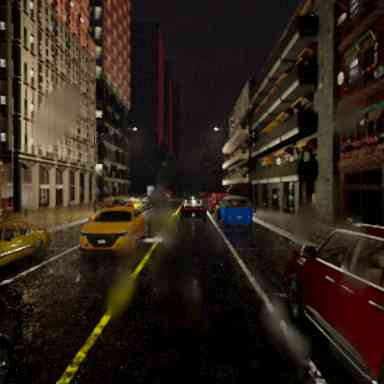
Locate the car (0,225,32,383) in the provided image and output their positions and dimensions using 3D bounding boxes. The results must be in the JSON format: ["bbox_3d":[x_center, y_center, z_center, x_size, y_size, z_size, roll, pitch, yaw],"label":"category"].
[{"bbox_3d":[-3.060,1.336,1.805,2.097,1.767,4.553,0,1,0],"label":"car"}]

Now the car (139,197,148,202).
[{"bbox_3d":[-5.685,1.274,31.672,1.752,1.417,4.829,0,0,0],"label":"car"}]

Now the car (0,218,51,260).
[{"bbox_3d":[-5.689,1.448,9.469,1.752,1.417,4.829,0,0,0],"label":"car"}]

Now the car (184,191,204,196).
[{"bbox_3d":[0.114,0.881,43.383,2.150,2.045,5.566,0,1,0],"label":"car"}]

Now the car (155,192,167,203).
[{"bbox_3d":[-5.681,1.129,54.045,2.008,1.369,4.403,0,0,0],"label":"car"}]

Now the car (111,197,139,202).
[{"bbox_3d":[-5.686,1.230,26.291,1.967,1.590,4.097,0,0,0],"label":"car"}]

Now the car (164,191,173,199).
[{"bbox_3d":[-5.678,0.895,70.697,1.967,1.590,4.097,0,0,0],"label":"car"}]

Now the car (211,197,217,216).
[{"bbox_3d":[2.695,1.341,26.291,2.008,1.369,4.403,0,0,0],"label":"car"}]

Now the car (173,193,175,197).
[{"bbox_3d":[-5.677,0.729,76.247,2.192,1.841,5.009,0,0,0],"label":"car"}]

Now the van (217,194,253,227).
[{"bbox_3d":[2.693,1.175,20.739,1.690,1.788,3.998,0,0,0],"label":"van"}]

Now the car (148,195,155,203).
[{"bbox_3d":[-5.684,1.255,37.394,2.008,1.369,4.403,0,0,0],"label":"car"}]

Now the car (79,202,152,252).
[{"bbox_3d":[-2.999,1.368,13.552,1.882,1.535,5.008,0,0,0],"label":"car"}]

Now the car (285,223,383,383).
[{"bbox_3d":[2.690,1.281,4.087,2.192,1.841,5.009,0,0,0],"label":"car"}]

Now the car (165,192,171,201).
[{"bbox_3d":[-5.679,1.078,65.147,1.802,1.307,4.206,0,0,0],"label":"car"}]

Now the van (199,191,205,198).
[{"bbox_3d":[2.707,0.636,92.900,1.690,1.788,3.998,0,0,0],"label":"van"}]

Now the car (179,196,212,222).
[{"bbox_3d":[0.104,1.298,24.330,2.128,1.511,4.902,0,1,0],"label":"car"}]

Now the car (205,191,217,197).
[{"bbox_3d":[2.695,1.062,31.840,2.192,1.841,5.009,0,0,0],"label":"car"}]
